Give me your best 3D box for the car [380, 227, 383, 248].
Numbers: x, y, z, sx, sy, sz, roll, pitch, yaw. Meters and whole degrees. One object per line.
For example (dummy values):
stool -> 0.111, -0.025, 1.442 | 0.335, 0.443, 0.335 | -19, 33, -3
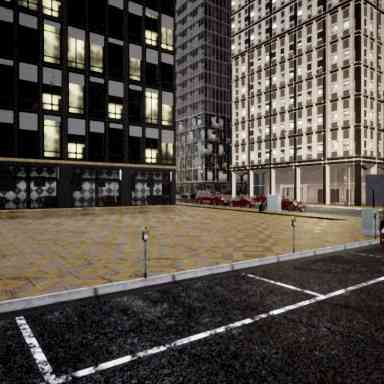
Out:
car -> 9.155, 1.441, 13.094 | 4.097, 1.590, 1.967 | 0, 0, -36

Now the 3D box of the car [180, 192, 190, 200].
car -> -0.511, 0.646, 59.516 | 1.947, 1.339, 4.313 | 1, 0, -36

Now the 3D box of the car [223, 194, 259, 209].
car -> 5.711, 1.105, 36.456 | 1.802, 1.307, 4.206 | 1, 0, -36

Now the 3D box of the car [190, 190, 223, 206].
car -> 2.470, 0.731, 40.985 | 2.192, 1.841, 5.009 | 1, 0, -36

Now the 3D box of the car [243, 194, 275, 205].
car -> 9.237, 0.985, 45.919 | 1.802, 1.307, 4.206 | 1, 0, -36

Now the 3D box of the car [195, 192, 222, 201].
car -> 2.641, 0.710, 55.122 | 1.752, 1.417, 4.829 | 1, 0, -36

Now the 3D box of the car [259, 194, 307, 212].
car -> 8.963, 1.070, 31.926 | 1.967, 1.590, 4.097 | 1, 0, -36
